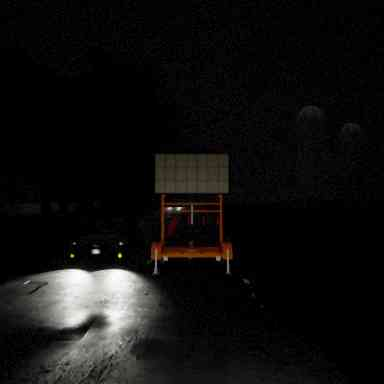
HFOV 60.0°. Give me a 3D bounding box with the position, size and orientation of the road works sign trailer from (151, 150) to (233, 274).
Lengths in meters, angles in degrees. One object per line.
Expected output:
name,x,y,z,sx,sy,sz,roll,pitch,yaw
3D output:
road works sign trailer,-0.001,0.481,10.567,2.380,3.560,2.880,0,0,0

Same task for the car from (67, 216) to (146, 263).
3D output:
car,-2.851,1.585,11.857,1.994,1.385,4.181,0,0,0

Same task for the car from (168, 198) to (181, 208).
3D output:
car,-2.847,1.754,53.752,1.812,1.442,4.674,0,0,0
